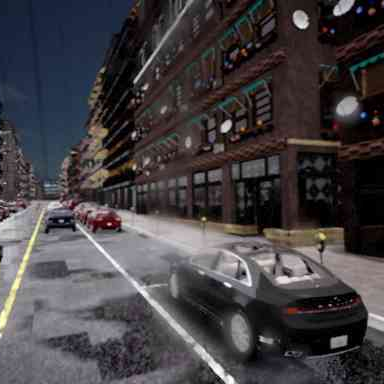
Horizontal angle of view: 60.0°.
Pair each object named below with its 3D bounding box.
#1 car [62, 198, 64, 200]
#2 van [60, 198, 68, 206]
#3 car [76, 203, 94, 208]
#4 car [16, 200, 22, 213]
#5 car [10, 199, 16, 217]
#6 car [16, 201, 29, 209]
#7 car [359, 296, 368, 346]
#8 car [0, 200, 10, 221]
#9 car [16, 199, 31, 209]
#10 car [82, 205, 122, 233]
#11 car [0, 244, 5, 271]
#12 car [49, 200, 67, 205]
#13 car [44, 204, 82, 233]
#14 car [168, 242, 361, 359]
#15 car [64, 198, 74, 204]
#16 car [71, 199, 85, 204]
[{"bbox_3d":[-18.794,2.039,51.710,1.967,1.590,4.097,1,-1,-23],"label":"car"},{"bbox_3d":[-29.721,2.318,77.116,1.690,1.788,3.998,1,-1,-23],"label":"van"},{"bbox_3d":[-7.836,1.812,26.318,1.887,1.381,4.507,1,-1,-23],"label":"car"},{"bbox_3d":[-23.841,2.147,43.581,1.947,1.339,4.313,1,-1,-23],"label":"car"},{"bbox_3d":[-19.466,1.763,33.424,2.192,1.841,5.009,1,-1,-23],"label":"car"},{"bbox_3d":[-32.581,2.417,63.900,1.887,1.381,4.507,1,-1,-23],"label":"car"},{"bbox_3d":[3.090,1.521,0.916,1.887,1.381,4.507,1,-1,-23],"label":"car"},{"bbox_3d":[-17.282,1.699,28.344,2.192,1.841,5.009,1,-1,-23],"label":"car"},{"bbox_3d":[-30.393,2.111,58.824,2.192,1.841,5.009,1,-1,-23],"label":"car"},{"bbox_3d":[-5.651,1.750,21.238,1.887,1.381,4.507,1,-1,-23],"label":"car"},{"bbox_3d":[-5.473,1.705,7.326,1.895,1.301,4.718,0,0,-23],"label":"car"},{"bbox_3d":[-16.523,1.999,40.212,1.812,1.442,4.674,0,-1,-23],"label":"car"},{"bbox_3d":[-8.681,1.790,21.926,2.033,1.411,5.357,0,0,-23],"label":"car"},{"bbox_3d":[0.904,1.582,5.997,2.008,1.369,4.403,1,-1,-23],"label":"car"},{"bbox_3d":[-14.421,1.777,41.550,2.192,1.841,5.009,1,-1,-23],"label":"car"},{"bbox_3d":[-10.014,1.771,31.404,1.967,1.590,4.097,1,-1,-23],"label":"car"}]
